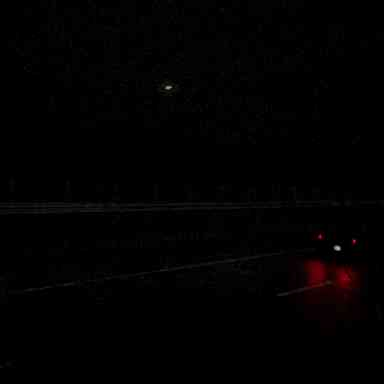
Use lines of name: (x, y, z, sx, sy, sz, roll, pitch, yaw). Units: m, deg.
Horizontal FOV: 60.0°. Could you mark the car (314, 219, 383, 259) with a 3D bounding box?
car: (7.006, 1.729, 13.061, 4.718, 1.301, 1.895, 1, 0, -34)
